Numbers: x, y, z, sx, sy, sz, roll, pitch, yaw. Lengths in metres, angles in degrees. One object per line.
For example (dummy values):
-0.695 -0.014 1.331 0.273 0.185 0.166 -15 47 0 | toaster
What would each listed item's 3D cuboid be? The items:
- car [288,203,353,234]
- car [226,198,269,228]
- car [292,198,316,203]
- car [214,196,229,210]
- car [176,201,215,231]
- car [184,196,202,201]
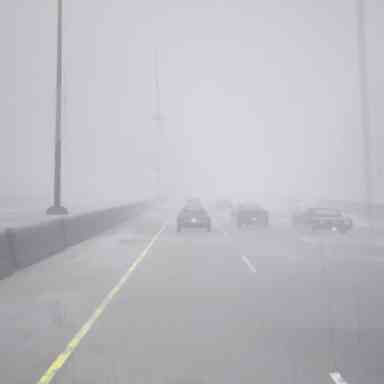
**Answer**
7.108 1.530 18.852 1.895 1.301 4.718 0 0 0 | car
3.610 1.386 21.552 1.882 1.535 5.008 0 0 0 | car
10.614 1.335 31.617 1.812 1.442 4.674 0 1 0 | car
3.617 1.244 38.547 1.812 1.442 4.674 0 1 0 | car
0.109 1.485 19.981 1.994 1.385 4.181 0 0 0 | car
0.117 1.220 37.831 2.128 1.511 4.902 0 1 0 | car
